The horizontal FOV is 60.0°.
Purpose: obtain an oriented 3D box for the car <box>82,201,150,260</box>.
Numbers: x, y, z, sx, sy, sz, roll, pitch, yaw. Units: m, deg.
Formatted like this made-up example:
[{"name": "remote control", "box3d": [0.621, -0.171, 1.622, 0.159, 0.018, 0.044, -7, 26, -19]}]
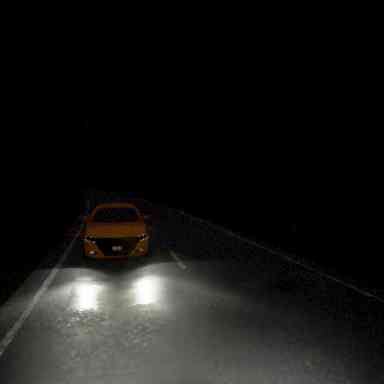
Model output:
[{"name": "car", "box3d": [-2.567, 1.112, 11.219, 1.882, 1.535, 5.008, 0, 3, -14]}]
